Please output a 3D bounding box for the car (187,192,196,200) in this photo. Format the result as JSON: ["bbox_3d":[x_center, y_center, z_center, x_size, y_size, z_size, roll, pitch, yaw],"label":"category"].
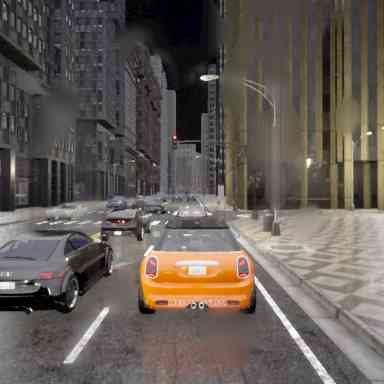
[{"bbox_3d":[-0.088,0.982,84.287,2.097,1.767,4.553,0,0,0],"label":"car"}]

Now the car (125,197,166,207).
[{"bbox_3d":[-4.397,1.509,32.766,2.033,1.411,5.357,0,0,-32],"label":"car"}]

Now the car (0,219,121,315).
[{"bbox_3d":[-3.164,1.562,7.667,1.994,1.385,4.181,0,0,0],"label":"car"}]

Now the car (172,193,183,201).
[{"bbox_3d":[-3.327,1.176,74.279,2.097,1.767,4.553,0,0,0],"label":"car"}]

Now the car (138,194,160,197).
[{"bbox_3d":[-6.650,1.454,52.077,2.033,1.411,5.357,0,0,0],"label":"car"}]

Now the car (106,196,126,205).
[{"bbox_3d":[-9.894,1.284,43.869,2.097,1.767,4.553,0,0,0],"label":"car"}]

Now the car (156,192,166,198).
[{"bbox_3d":[-6.576,1.070,68.858,2.150,2.045,5.566,0,0,0],"label":"car"}]

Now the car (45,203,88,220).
[{"bbox_3d":[-9.878,1.575,26.519,1.895,1.301,4.718,0,0,0],"label":"car"}]

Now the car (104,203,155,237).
[{"bbox_3d":[-3.165,1.494,16.563,1.837,1.490,4.892,0,0,0],"label":"car"}]

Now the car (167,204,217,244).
[{"bbox_3d":[0.015,1.480,16.770,2.128,1.511,4.902,0,0,1],"label":"car"}]

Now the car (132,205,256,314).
[{"bbox_3d":[0.096,1.350,7.764,2.097,1.767,4.553,0,0,0],"label":"car"}]

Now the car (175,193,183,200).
[{"bbox_3d":[-3.338,1.126,84.315,1.837,1.490,4.892,0,0,0],"label":"car"}]

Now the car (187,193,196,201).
[{"bbox_3d":[-0.077,1.345,74.313,1.812,1.442,4.674,0,0,0],"label":"car"}]

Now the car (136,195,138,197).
[{"bbox_3d":[-9.863,1.358,63.579,2.128,1.511,4.902,0,0,1],"label":"car"}]
